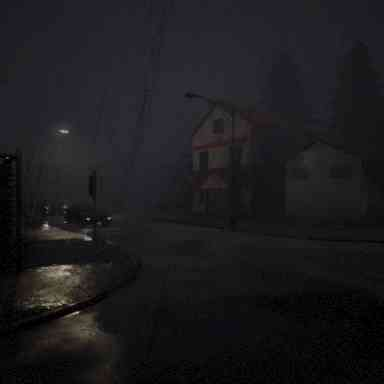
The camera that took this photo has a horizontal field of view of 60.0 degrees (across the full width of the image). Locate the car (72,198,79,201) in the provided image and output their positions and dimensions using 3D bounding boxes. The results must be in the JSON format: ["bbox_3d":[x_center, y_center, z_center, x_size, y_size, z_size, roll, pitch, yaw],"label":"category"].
[{"bbox_3d":[-16.726,1.500,45.779,1.882,1.535,5.008,-1,0,-7],"label":"car"}]

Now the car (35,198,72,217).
[{"bbox_3d":[-13.165,1.365,31.123,2.097,1.767,4.553,0,0,-35],"label":"car"}]

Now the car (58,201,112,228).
[{"bbox_3d":[-7.265,1.560,22.791,2.033,1.411,5.357,0,0,-35],"label":"car"}]
